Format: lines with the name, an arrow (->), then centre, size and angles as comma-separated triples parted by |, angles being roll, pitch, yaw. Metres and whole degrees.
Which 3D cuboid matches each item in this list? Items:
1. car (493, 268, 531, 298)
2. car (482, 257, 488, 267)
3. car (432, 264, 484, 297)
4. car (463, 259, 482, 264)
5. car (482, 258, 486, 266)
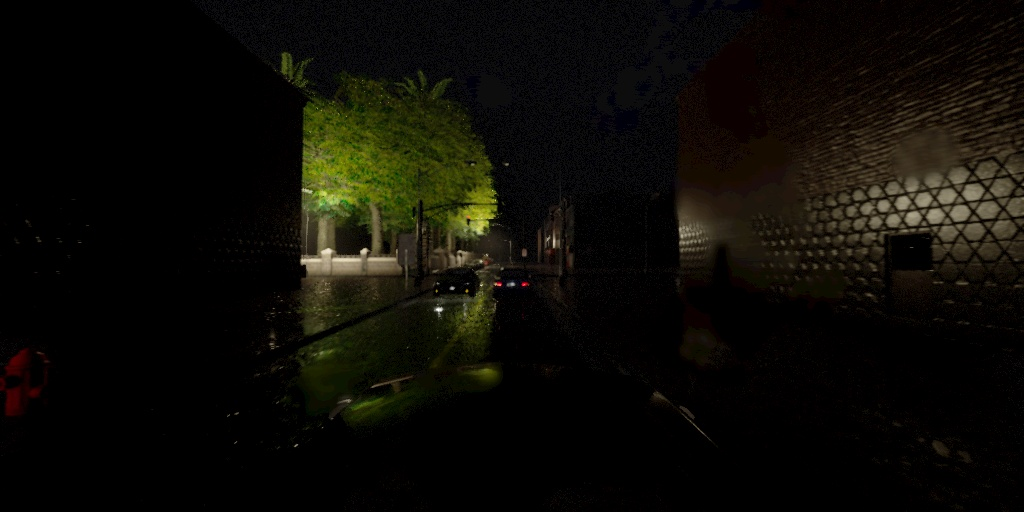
car -> 0.019, 1.299, 18.371 | 2.033, 1.411, 5.357 | 0, 0, 1
car -> -5.599, 1.356, 60.276 | 1.948, 1.339, 4.313 | 0, 0, 0
car -> -2.773, 1.315, 18.631 | 1.994, 1.385, 4.181 | 0, 0, 1
car -> -5.525, 1.321, 47.691 | 2.007, 1.370, 4.403 | 0, 0, 0
car -> -5.555, 1.331, 54.826 | 2.007, 1.370, 4.403 | 0, 0, 0
